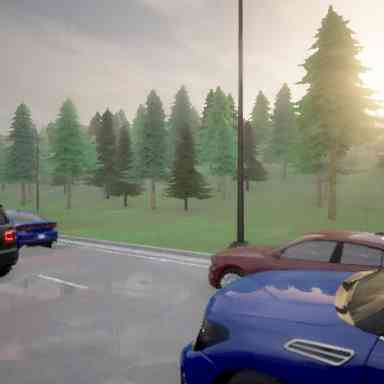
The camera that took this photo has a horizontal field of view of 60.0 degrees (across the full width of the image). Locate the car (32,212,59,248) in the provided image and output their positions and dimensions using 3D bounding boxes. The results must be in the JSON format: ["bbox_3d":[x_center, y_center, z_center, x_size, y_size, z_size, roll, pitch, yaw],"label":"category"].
[{"bbox_3d":[-7.537,1.477,13.650,5.008,1.535,1.882,0,0,35],"label":"car"}]

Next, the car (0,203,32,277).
[{"bbox_3d":[-6.879,1.221,8.887,5.566,2.045,2.150,0,0,35],"label":"car"}]

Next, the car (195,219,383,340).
[{"bbox_3d":[2.658,1.478,6.380,5.008,1.535,1.882,0,0,36],"label":"car"}]

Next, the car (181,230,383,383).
[{"bbox_3d":[2.550,1.219,2.198,5.566,2.045,2.150,0,0,36],"label":"car"}]
